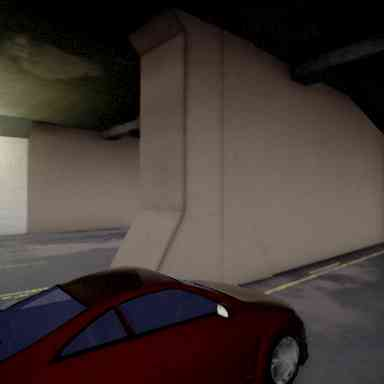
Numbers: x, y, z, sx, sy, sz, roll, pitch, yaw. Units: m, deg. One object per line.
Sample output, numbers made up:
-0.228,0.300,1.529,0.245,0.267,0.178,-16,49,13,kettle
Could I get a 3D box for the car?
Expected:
-0.509,1.613,3.858,4.181,1.385,1.994,1,-1,-39,car
